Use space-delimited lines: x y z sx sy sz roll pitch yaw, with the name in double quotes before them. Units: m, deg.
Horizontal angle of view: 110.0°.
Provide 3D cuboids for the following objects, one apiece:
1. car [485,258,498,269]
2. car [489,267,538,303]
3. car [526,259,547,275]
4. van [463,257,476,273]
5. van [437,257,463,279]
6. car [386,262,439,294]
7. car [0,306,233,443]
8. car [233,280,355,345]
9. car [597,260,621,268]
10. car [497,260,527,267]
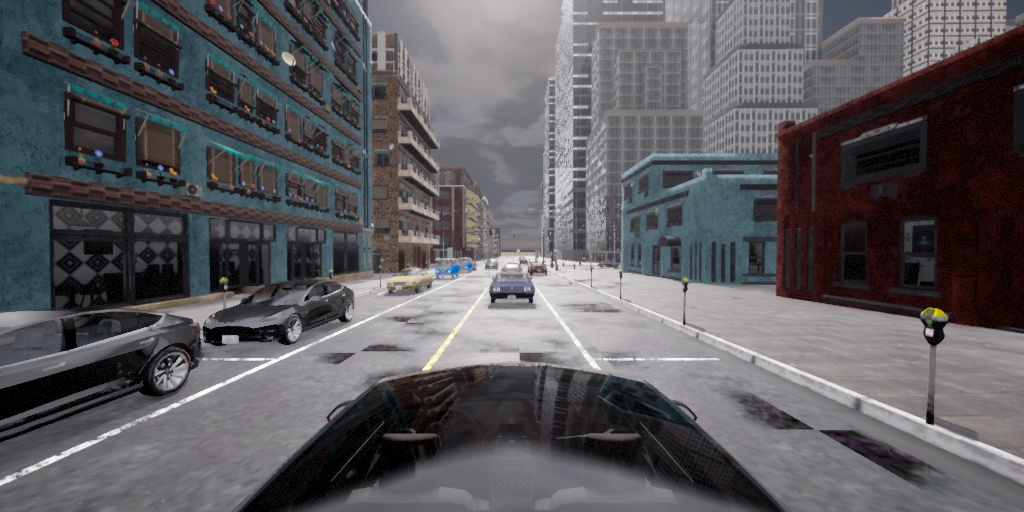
"car" -3.000 1.221 53.506 2.128 1.511 4.902 0 0 0
"car" 0.000 1.359 16.532 1.895 1.301 4.718 0 0 0
"car" 2.690 1.265 37.370 1.888 1.381 4.507 0 0 0
"van" -5.691 1.054 42.915 1.690 1.789 3.998 0 0 0
"van" -5.691 1.068 31.752 1.690 1.789 3.998 0 0 0
"car" -5.691 1.263 20.422 1.751 1.417 4.829 0 0 0
"car" -5.692 1.314 3.848 1.948 1.339 4.313 0 0 0
"car" -5.691 1.312 9.429 1.948 1.339 4.313 0 0 0
"car" 16.715 1.389 60.708 4.403 1.370 2.007 0 0 1
"car" 0.000 1.301 31.505 1.994 1.385 4.181 0 0 0
